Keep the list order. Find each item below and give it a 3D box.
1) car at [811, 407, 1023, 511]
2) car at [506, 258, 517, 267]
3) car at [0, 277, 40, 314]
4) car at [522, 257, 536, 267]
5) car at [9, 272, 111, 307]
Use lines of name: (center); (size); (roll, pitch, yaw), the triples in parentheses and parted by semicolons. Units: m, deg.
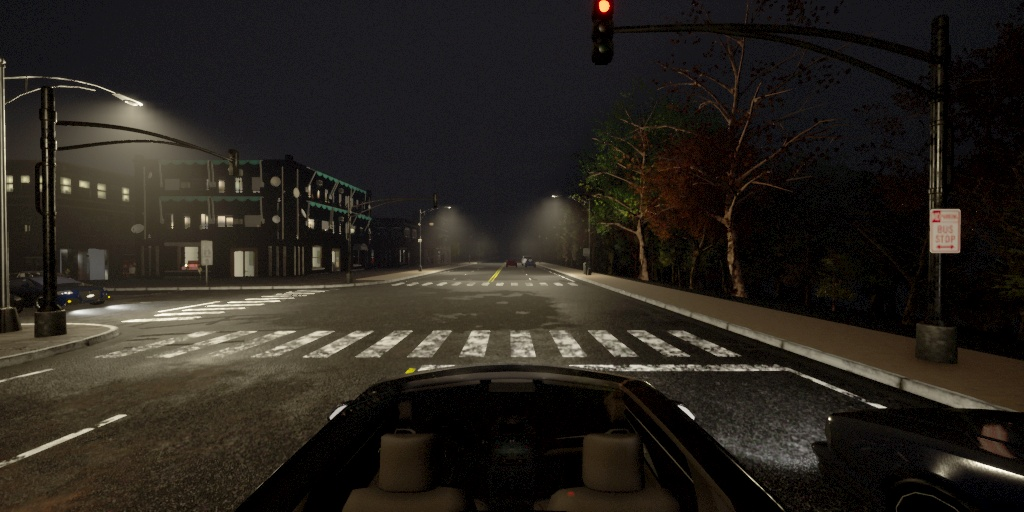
car: (3.354, 1.298, 0.392); (2.033, 1.411, 5.357); (0, 0, 0)
car: (-0.051, 1.204, 63.140); (1.882, 1.535, 5.008); (0, 0, 0)
car: (-19.973, 1.565, 12.496); (4.313, 1.339, 1.948); (0, 0, 0)
car: (3.202, 1.274, 63.173); (2.033, 1.411, 5.357); (0, 0, 0)
car: (-19.866, 1.534, 15.202); (4.181, 1.385, 1.994); (-1, 1, 0)
